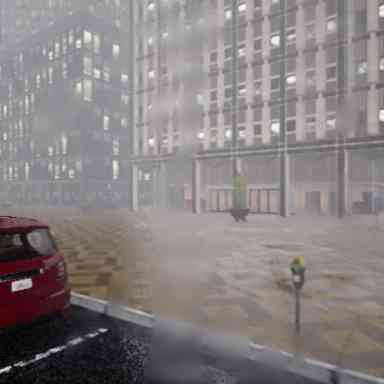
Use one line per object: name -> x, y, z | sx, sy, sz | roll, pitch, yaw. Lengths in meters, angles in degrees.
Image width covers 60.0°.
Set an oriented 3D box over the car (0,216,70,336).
car -> -4.250, 1.353, 5.898 | 5.009, 1.841, 2.192 | 0, 0, 36
